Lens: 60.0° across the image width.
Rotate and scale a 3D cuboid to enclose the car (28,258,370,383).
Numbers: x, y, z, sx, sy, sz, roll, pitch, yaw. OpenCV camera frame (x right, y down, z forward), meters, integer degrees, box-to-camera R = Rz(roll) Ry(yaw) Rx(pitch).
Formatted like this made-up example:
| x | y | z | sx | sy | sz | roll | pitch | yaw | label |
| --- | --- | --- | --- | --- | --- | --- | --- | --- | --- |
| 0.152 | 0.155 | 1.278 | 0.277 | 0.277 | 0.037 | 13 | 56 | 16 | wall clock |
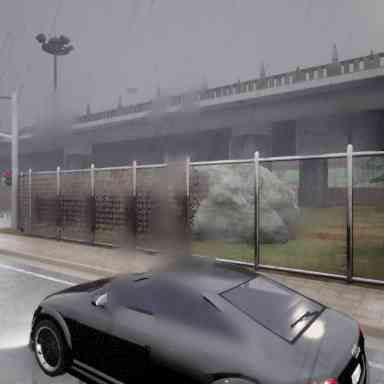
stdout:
| x | y | z | sx | sy | sz | roll | pitch | yaw | label |
| --- | --- | --- | --- | --- | --- | --- | --- | --- | --- |
| -0.173 | 1.564 | 4.114 | 4.181 | 1.385 | 1.994 | 0 | 0 | 36 | car |
